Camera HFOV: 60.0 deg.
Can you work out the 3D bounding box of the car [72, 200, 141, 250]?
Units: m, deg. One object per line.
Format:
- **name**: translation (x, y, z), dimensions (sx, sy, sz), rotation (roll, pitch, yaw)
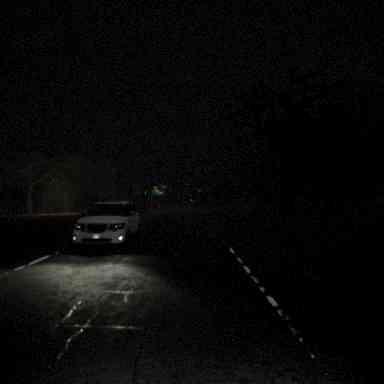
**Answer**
- **car**: translation (-3.740, 1.408, 15.640), dimensions (2.150, 2.045, 5.566), rotation (0, -1, -1)
